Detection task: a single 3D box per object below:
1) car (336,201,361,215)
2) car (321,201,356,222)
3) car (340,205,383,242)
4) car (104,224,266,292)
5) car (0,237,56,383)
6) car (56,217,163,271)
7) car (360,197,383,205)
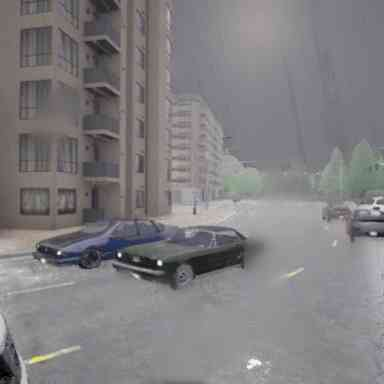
[{"bbox_3d":[18.432,1.844,39.365,1.812,1.442,4.674,0,0,13],"label":"car"},{"bbox_3d":[12.139,1.725,27.942,1.837,1.490,4.892,0,0,15],"label":"car"},{"bbox_3d":[8.931,1.634,16.932,2.128,1.511,4.902,0,0,22],"label":"car"},{"bbox_3d":[0.161,1.652,9.365,1.895,1.301,4.718,0,0,41],"label":"car"},{"bbox_3d":[-3.710,1.208,1.272,5.566,2.045,2.150,0,0,-33],"label":"car"},{"bbox_3d":[-2.441,1.595,11.470,2.033,1.411,5.357,0,0,43],"label":"car"},{"bbox_3d":[15.986,1.467,28.539,2.150,2.045,5.566,0,0,13],"label":"car"}]
